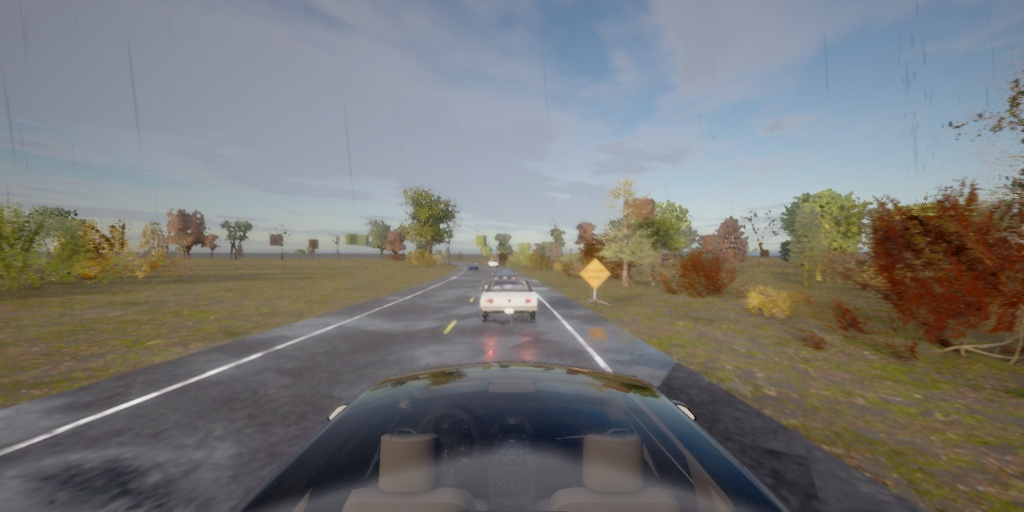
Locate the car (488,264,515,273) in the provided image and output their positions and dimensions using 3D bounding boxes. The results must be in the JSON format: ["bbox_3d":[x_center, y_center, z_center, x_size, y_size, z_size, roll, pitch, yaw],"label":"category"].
[{"bbox_3d":[-0.544,1.578,27.070,2.033,1.411,5.357,0,-1,-2],"label":"car"}]

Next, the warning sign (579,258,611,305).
[{"bbox_3d":[3.397,1.009,14.734,1.300,1.860,1.060,0,0,-1],"label":"warning sign"}]

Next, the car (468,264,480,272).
[{"bbox_3d":[-6.303,1.931,59.309,1.895,1.301,4.718,0,0,-5],"label":"car"}]

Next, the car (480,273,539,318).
[{"bbox_3d":[-0.109,1.485,13.586,1.895,1.301,4.718,0,-1,-1],"label":"car"}]
